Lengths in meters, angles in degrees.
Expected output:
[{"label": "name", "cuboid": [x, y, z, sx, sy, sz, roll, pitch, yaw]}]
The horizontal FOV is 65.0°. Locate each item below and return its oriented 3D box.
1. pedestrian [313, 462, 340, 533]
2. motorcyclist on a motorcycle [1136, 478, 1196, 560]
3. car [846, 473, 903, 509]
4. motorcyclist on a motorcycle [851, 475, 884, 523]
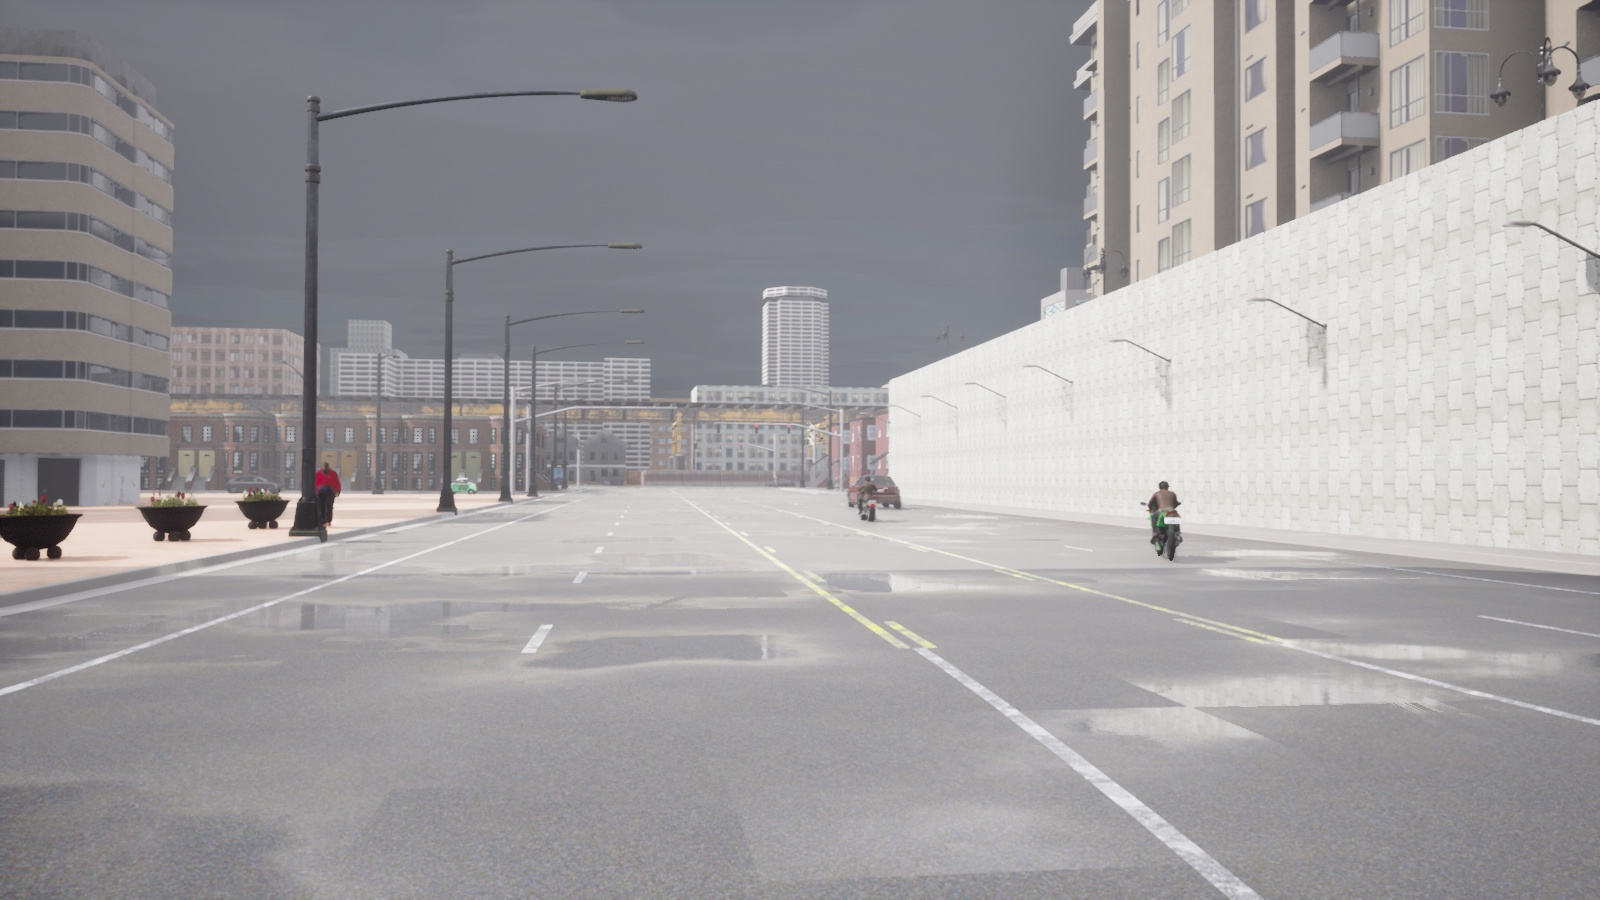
[{"label": "pedestrian", "cuboid": [-12.464, 1.246, 33.071, 0.634, 1.844, 0.899, 0, -1, -18]}, {"label": "motorcyclist on a motorcycle", "cuboid": [7.082, 1.310, 24.386, 0.797, 1.523, 2.044, 0, -1, 8]}, {"label": "car", "cuboid": [3.699, 2.052, 63.491, 2.097, 1.767, 4.553, 0, -1, -7]}, {"label": "motorcyclist on a motorcycle", "cuboid": [2.390, 1.744, 44.922, 0.766, 1.649, 2.350, 0, -1, -7]}]
